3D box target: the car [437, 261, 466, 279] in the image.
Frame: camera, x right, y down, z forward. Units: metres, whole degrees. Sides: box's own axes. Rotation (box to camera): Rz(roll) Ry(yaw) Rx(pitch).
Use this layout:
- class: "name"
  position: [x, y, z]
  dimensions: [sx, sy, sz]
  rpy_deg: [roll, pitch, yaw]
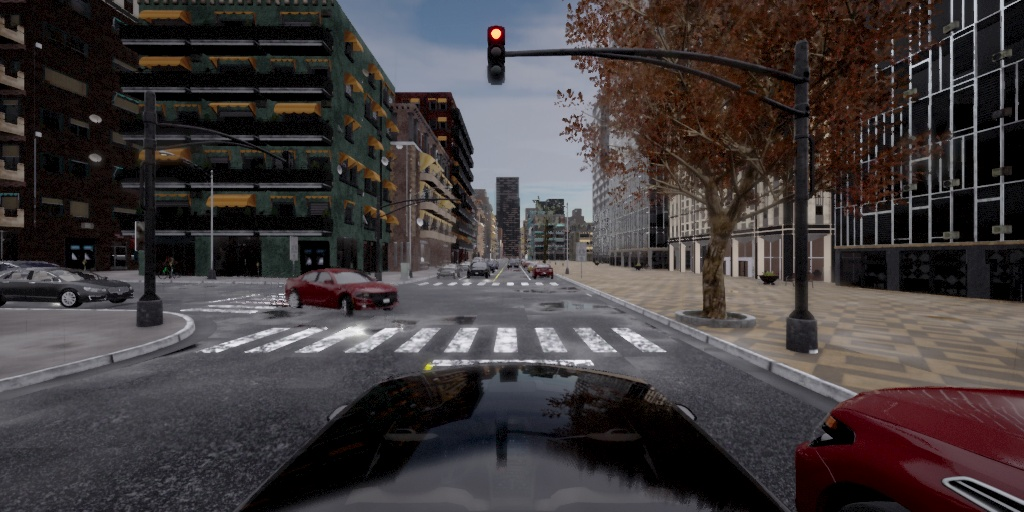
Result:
- class: "car"
  position: [-5.648, 1.313, 32.392]
  dimensions: [2.007, 1.370, 4.403]
  rpy_deg: [0, 0, 0]

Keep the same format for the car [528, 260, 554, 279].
- class: "car"
  position: [2.732, 1.307, 32.381]
  dimensions: [1.888, 1.381, 4.507]
  rpy_deg: [0, 0, 0]

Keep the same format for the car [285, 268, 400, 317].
- class: "car"
  position: [-6.306, 1.221, 13.256]
  dimensions: [5.008, 1.535, 1.882]
  rpy_deg: [0, -2, 31]

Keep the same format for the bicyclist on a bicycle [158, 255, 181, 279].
- class: "bicyclist on a bicycle"
  position: [-23.138, 0.761, 24.260]
  dimensions: [0.582, 1.620, 1.656]
  rpy_deg: [1, 0, -1]

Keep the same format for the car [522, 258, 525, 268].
- class: "car"
  position: [2.769, 1.375, 60.043]
  dimensions: [1.802, 1.307, 4.207]
  rpy_deg: [0, 0, 0]

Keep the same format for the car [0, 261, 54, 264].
- class: "car"
  position: [-20.994, 0.969, 15.543]
  dimensions: [4.902, 1.511, 2.128]
  rpy_deg: [1, 0, 0]

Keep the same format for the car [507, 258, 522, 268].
- class: "car"
  position: [0.178, 1.393, 59.629]
  dimensions: [1.895, 1.301, 4.718]
  rpy_deg: [0, 0, 0]

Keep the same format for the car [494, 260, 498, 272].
- class: "car"
  position: [-3.025, 1.374, 43.700]
  dimensions: [1.895, 1.301, 4.718]
  rpy_deg: [0, 0, 0]

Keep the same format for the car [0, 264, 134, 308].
- class: "car"
  position: [-16.420, 1.091, 12.991]
  dimensions: [4.403, 1.370, 2.007]
  rpy_deg: [0, 0, 0]

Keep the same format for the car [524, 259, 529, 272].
- class: "car"
  position: [2.747, 1.298, 43.616]
  dimensions: [1.751, 1.417, 4.829]
  rpy_deg: [0, 0, 0]

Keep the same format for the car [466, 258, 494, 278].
- class: "car"
  position: [-3.051, 1.241, 33.676]
  dimensions: [1.882, 1.535, 5.008]
  rpy_deg: [0, 0, 0]
